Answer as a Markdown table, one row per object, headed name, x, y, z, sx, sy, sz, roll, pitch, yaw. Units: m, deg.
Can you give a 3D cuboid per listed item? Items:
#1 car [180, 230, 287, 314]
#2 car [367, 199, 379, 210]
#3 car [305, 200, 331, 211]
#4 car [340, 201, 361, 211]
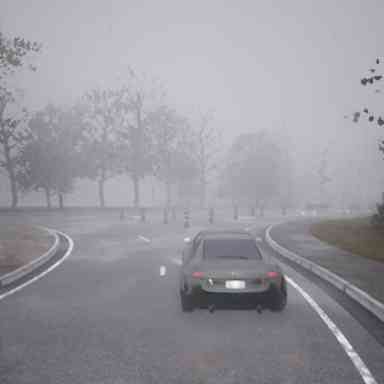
| name | x | y | z | sx | sy | sz | roll | pitch | yaw |
| --- | --- | --- | --- | --- | --- | --- | --- | --- | --- |
| car | 0.751 | 1.553 | 7.706 | 1.994 | 1.385 | 4.181 | 0 | 0 | 0 |
| car | 35.378 | 2.415 | 63.257 | 5.566 | 2.045 | 2.150 | 3 | -2 | -42 |
| car | 18.029 | 1.893 | 47.591 | 5.008 | 1.535 | 1.882 | 2 | -2 | -42 |
| car | 26.262 | 2.272 | 54.997 | 4.902 | 1.511 | 2.128 | 2 | -2 | -42 |
